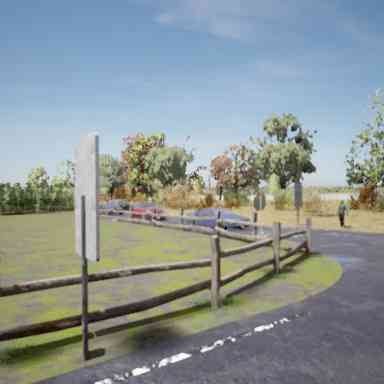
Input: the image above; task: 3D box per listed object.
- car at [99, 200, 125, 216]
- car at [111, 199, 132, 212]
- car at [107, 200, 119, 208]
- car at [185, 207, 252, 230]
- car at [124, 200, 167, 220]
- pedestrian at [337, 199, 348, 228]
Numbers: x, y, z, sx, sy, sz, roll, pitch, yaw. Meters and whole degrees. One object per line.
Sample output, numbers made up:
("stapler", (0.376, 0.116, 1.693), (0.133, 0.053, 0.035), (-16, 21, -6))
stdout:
("car", (-9.724, 2.032, 39.676), (2.033, 1.411, 5.357), (-1, 0, -29))
("car", (-10.205, 1.894, 47.638), (2.097, 1.767, 4.553), (-1, 0, -23))
("car", (-14.970, 2.241, 63.080), (1.812, 1.442, 4.674), (-1, 0, -18))
("car", (1.592, 1.755, 22.406), (2.033, 1.411, 5.357), (-1, 0, -35))
("car", (-4.154, 1.699, 30.811), (2.097, 1.767, 4.553), (-1, 0, -33))
("pedestrian", (9.609, 1.373, 21.351), (0.375, 1.860, 0.375), (-2, 1, -35))
